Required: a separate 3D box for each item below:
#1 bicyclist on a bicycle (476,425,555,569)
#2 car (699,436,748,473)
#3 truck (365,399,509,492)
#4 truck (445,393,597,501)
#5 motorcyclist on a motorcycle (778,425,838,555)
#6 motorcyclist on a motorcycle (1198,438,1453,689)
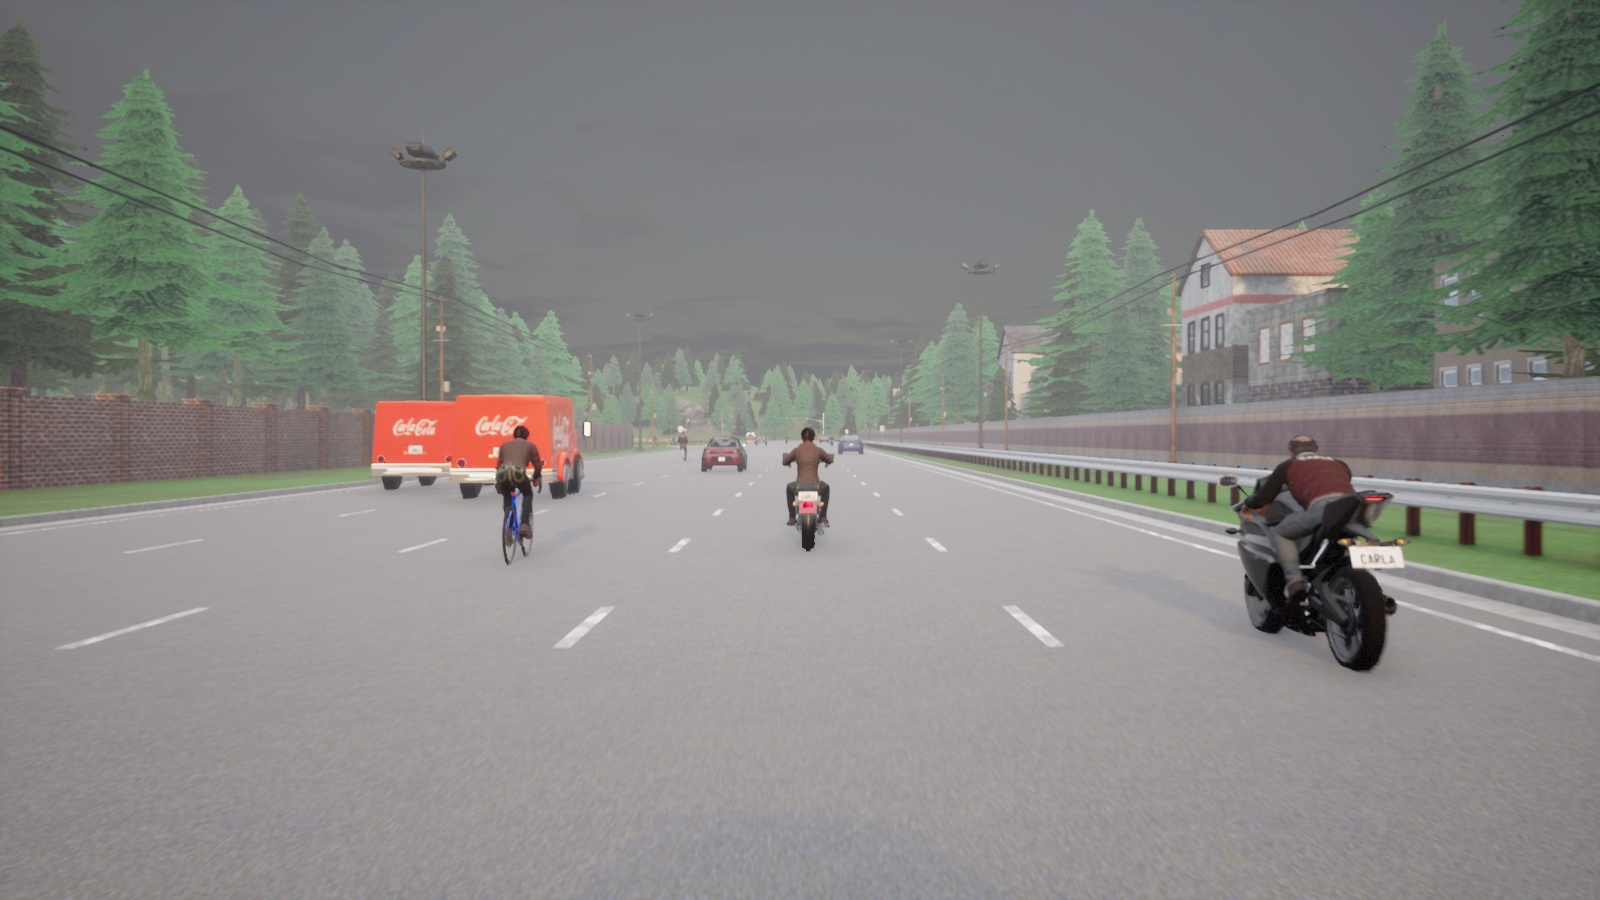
[{"bbox_3d":[-3.375,0.527,15.001,0.582,1.620,1.656,0,0,0],"label":"bicyclist on a bicycle"},{"bbox_3d":[-3.191,0.158,53.289,1.816,1.474,4.193,0,1,0],"label":"car"},{"bbox_3d":[-10.289,-0.155,36.111,2.627,2.467,5.204,0,1,0],"label":"truck"},{"bbox_3d":[-6.812,-0.099,31.362,2.627,2.467,5.204,0,1,0],"label":"truck"},{"bbox_3d":[0.110,0.503,17.131,0.766,1.649,2.350,0,0,0],"label":"motorcyclist on a motorcycle"},{"bbox_3d":[3.564,0.685,8.785,0.866,1.530,2.191,0,1,0],"label":"motorcyclist on a motorcycle"}]
